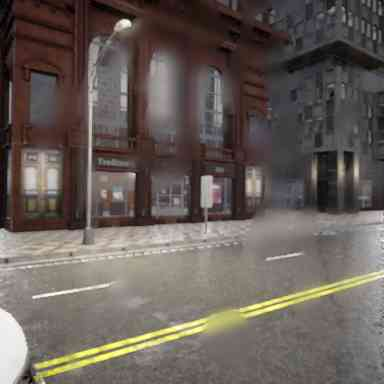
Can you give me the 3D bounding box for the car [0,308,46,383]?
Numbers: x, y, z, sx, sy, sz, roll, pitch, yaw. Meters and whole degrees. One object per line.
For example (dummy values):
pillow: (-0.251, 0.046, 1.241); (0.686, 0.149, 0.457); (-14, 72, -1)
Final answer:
car: (-3.409, 1.204, 1.002); (5.566, 2.045, 2.150); (0, 0, -36)
